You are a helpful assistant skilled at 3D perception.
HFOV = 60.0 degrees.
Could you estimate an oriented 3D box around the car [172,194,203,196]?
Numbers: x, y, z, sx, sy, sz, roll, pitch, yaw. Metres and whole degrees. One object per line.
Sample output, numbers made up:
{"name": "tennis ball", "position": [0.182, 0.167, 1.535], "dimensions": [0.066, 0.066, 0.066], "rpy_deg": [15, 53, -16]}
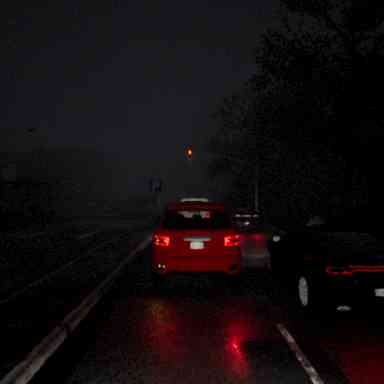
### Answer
{"name": "car", "position": [0.146, 1.325, 20.295], "dimensions": [2.150, 2.045, 5.566], "rpy_deg": [0, 0, 0]}

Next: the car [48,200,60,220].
{"name": "car", "position": [-13.638, 1.513, 28.111], "dimensions": [4.553, 1.767, 2.185], "rpy_deg": [-1, 0, -19]}

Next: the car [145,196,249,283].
{"name": "car", "position": [0.101, 1.269, 9.938], "dimensions": [2.150, 2.045, 5.566], "rpy_deg": [0, 0, 0]}

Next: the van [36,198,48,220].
{"name": "van", "position": [-13.612, 1.395, 25.134], "dimensions": [4.442, 1.987, 1.878], "rpy_deg": [-1, -1, -19]}

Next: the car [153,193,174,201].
{"name": "car", "position": [-8.038, 1.422, 92.861], "dimensions": [5.566, 2.045, 2.435], "rpy_deg": [-1, -1, -12]}

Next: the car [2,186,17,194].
{"name": "car", "position": [-31.181, -0.206, 56.846], "dimensions": [2.435, 2.045, 5.566], "rpy_deg": [6, -3, -19]}

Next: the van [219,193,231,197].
{"name": "van", "position": [7.257, 1.306, 68.521], "dimensions": [4.442, 1.987, 1.878], "rpy_deg": [1, 0, -14]}

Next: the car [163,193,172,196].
{"name": "car", "position": [-8.487, 1.703, 89.853], "dimensions": [4.674, 1.452, 2.002], "rpy_deg": [-1, 0, -12]}

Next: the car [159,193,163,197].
{"name": "car", "position": [-10.042, 1.621, 77.874], "dimensions": [4.892, 1.521, 2.231], "rpy_deg": [-1, -1, -14]}

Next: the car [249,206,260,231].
{"name": "car", "position": [3.159, 1.599, 21.385], "dimensions": [2.128, 1.511, 4.902], "rpy_deg": [0, 0, 0]}

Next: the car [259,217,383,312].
{"name": "car", "position": [3.098, 1.514, 7.844], "dimensions": [1.882, 1.535, 5.008], "rpy_deg": [0, -1, 0]}

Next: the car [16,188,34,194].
{"name": "car", "position": [-28.186, 0.356, 56.785], "dimensions": [2.002, 1.452, 4.674], "rpy_deg": [6, -3, -19]}

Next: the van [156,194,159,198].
{"name": "van", "position": [-10.269, 1.382, 74.904], "dimensions": [4.442, 1.987, 1.878], "rpy_deg": [-1, -1, -14]}

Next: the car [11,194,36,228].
{"name": "car", "position": [-13.726, 1.354, 22.098], "dimensions": [5.566, 2.045, 2.435], "rpy_deg": [-1, -1, -20]}

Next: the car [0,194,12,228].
{"name": "car", "position": [-13.798, 1.338, 19.061], "dimensions": [5.566, 2.045, 2.435], "rpy_deg": [-1, 0, -20]}

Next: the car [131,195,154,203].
{"name": "car", "position": [-10.733, 1.473, 71.863], "dimensions": [4.553, 1.767, 2.185], "rpy_deg": [-1, -1, -14]}

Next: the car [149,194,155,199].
{"name": "car", "position": [-10.826, 1.581, 68.911], "dimensions": [5.366, 1.575, 1.946], "rpy_deg": [-1, -1, -15]}

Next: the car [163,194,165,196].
{"name": "car", "position": [-9.671, 1.671, 80.869], "dimensions": [4.674, 1.452, 2.002], "rpy_deg": [-1, 0, -13]}

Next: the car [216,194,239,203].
{"name": "car", "position": [7.640, 1.417, 71.490], "dimensions": [4.553, 1.767, 2.185], "rpy_deg": [1, 0, -14]}

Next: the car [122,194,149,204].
{"name": "car", "position": [-11.469, 1.612, 65.918], "dimensions": [4.792, 1.488, 2.163], "rpy_deg": [-1, 0, -15]}
